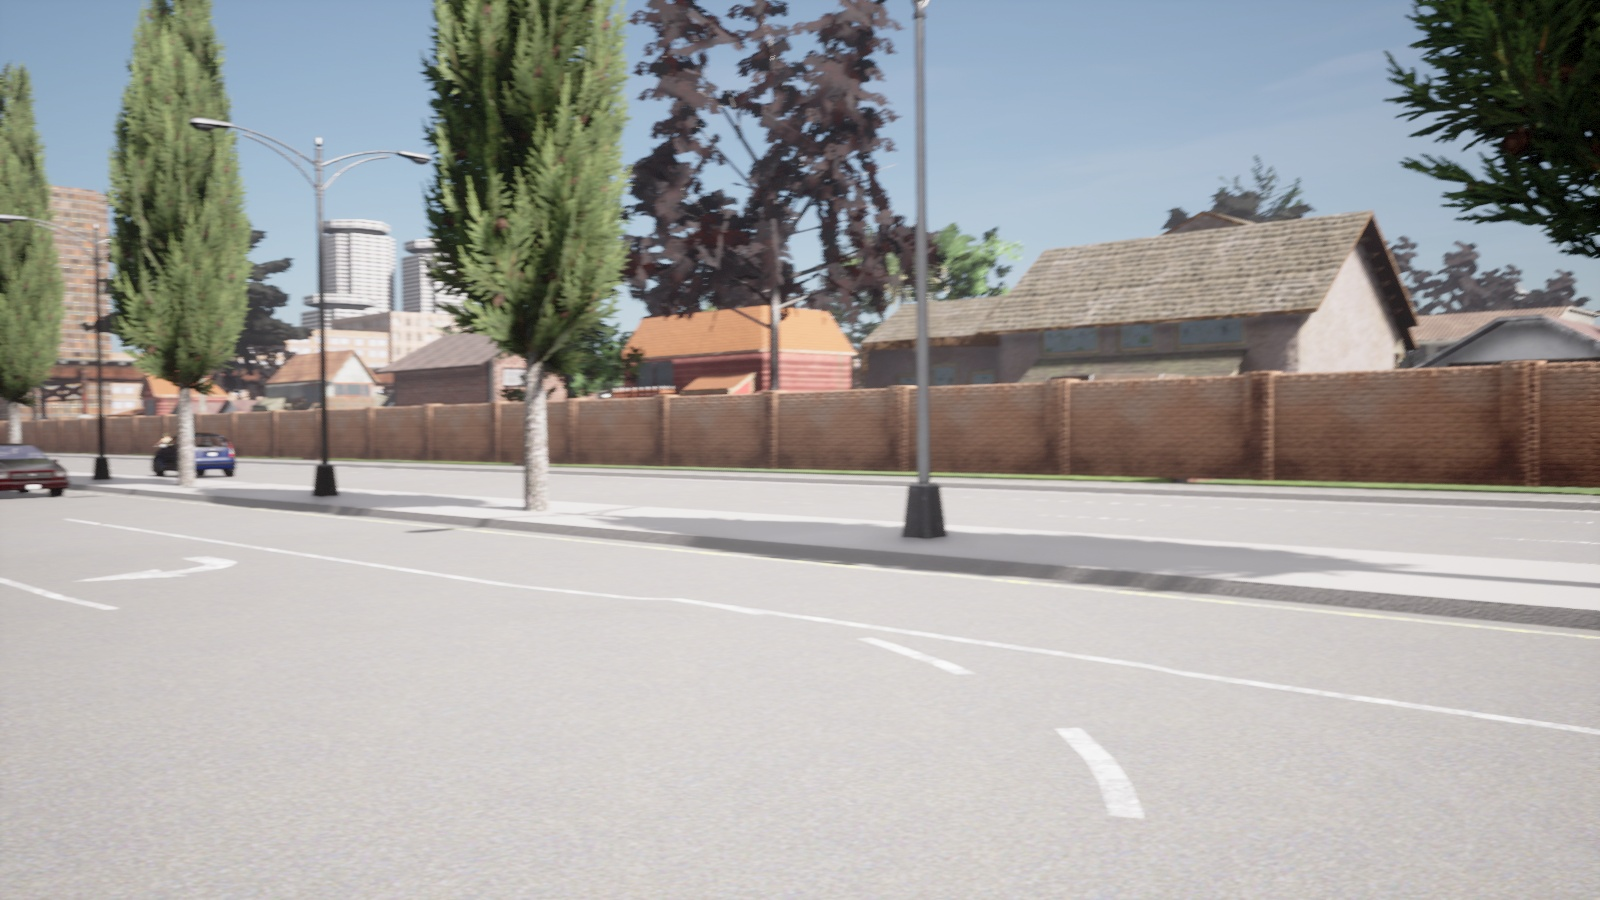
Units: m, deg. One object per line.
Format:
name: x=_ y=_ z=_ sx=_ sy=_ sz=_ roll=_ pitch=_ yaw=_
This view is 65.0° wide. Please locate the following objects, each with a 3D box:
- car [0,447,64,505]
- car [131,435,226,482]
car: x=-21.556 y=0.650 z=33.384 sx=5.357 sy=1.411 sz=2.033 roll=0 pitch=2 yaw=44
car: x=-22.530 y=0.283 z=45.464 sx=3.988 sy=1.617 sz=1.851 roll=0 pitch=2 yaw=44
